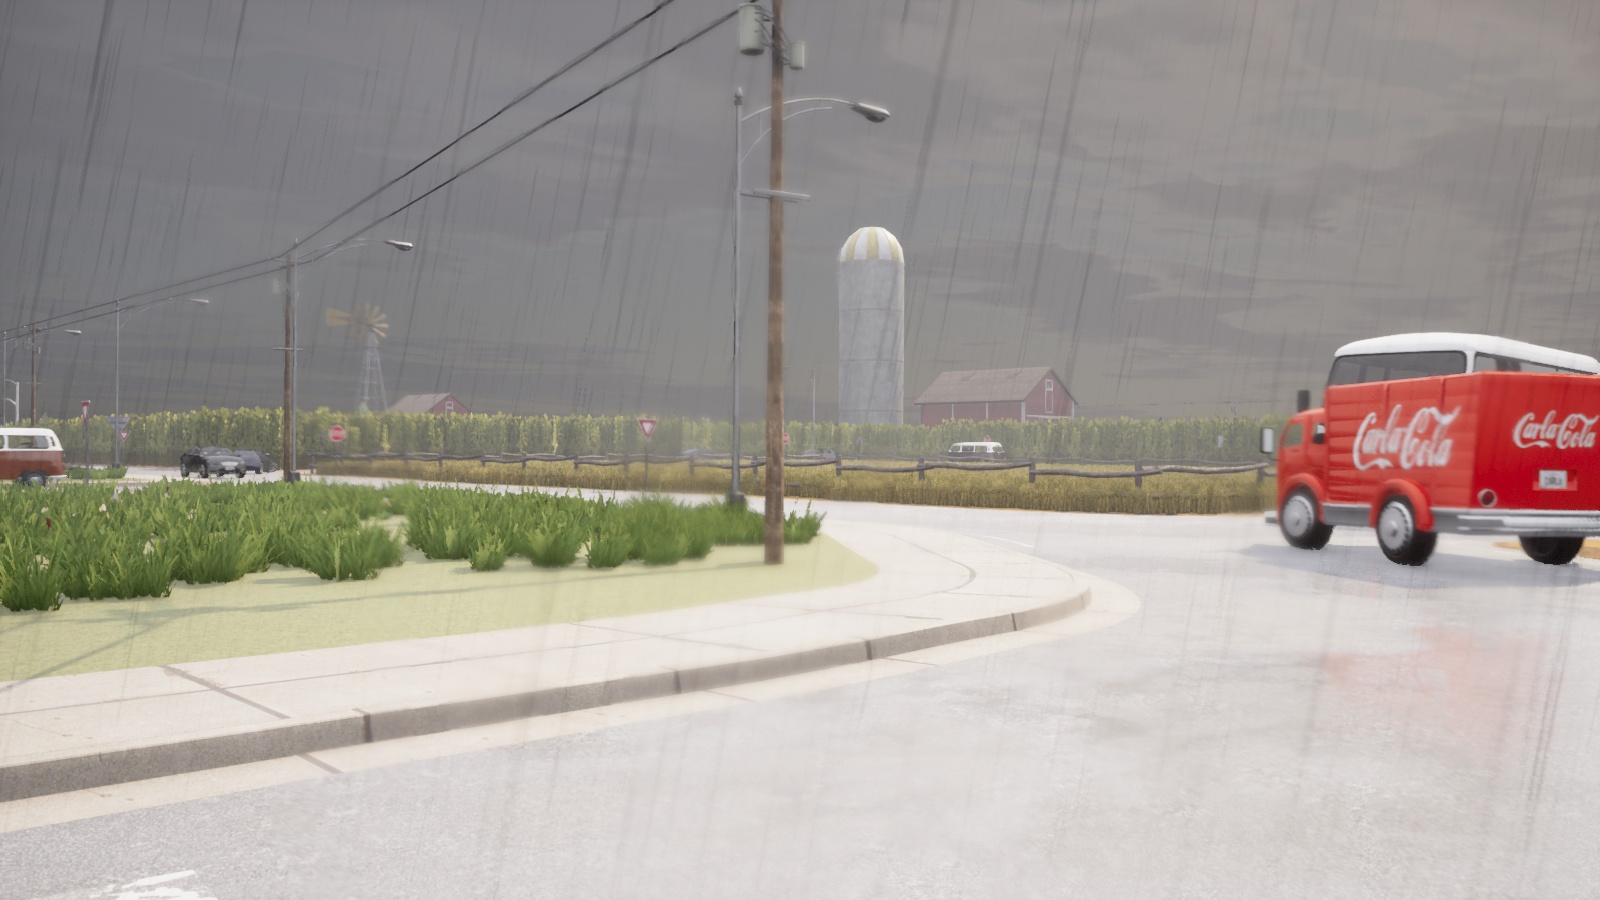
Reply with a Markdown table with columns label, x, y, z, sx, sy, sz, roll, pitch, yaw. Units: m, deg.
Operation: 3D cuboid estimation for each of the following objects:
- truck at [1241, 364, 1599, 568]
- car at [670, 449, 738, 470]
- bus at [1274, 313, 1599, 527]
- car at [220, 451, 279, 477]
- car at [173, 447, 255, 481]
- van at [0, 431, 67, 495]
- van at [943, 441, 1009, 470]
| label | x | y | z | sx | sy | sz | roll | pitch | yaw |
| --- | --- | --- | --- | --- | --- | --- | --- | --- | --- |
| truck | 8.870 | 0.251 | 18.006 | 2.627 | 2.467 | 5.204 | 1 | -1 | -9 |
| car | -7.082 | 0.698 | 92.949 | 4.892 | 1.490 | 1.837 | 0 | 0 | -43 |
| bus | 15.695 | -0.563 | 29.869 | 10.273 | 4.253 | 3.944 | 1 | 0 | -42 |
| car | -30.167 | 0.744 | 68.905 | 1.994 | 1.385 | 4.181 | 0 | 0 | -9 |
| car | -27.478 | 0.641 | 58.790 | 2.128 | 1.511 | 4.902 | 0 | 0 | -42 |
| van | -26.160 | 0.403 | 40.037 | 4.480 | 2.038 | 2.069 | 0 | 0 | -44 |
| van | 12.970 | 0.392 | 92.609 | 2.069 | 2.038 | 4.480 | 0 | 1 | -42 |
